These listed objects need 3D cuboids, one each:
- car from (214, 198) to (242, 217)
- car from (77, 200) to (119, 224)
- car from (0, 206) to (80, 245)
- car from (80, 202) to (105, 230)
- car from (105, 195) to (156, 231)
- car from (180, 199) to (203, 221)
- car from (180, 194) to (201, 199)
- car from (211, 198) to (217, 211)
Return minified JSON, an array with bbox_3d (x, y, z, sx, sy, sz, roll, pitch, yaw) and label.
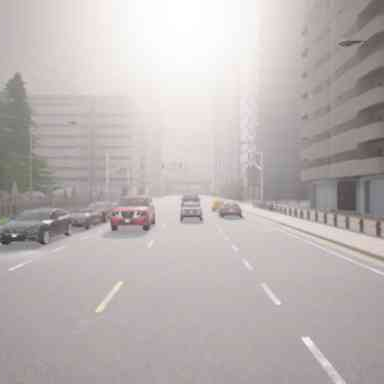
[{"bbox_3d":[3.456,1.564,30.841,1.994,1.385,4.181,0,0,0],"label":"car"},{"bbox_3d":[-7.147,1.493,25.912,1.882,1.535,5.008,0,0,0],"label":"car"},{"bbox_3d":[-7.147,1.519,15.758,1.837,1.490,4.892,0,0,0],"label":"car"},{"bbox_3d":[-7.073,1.600,21.105,1.994,1.385,4.181,0,0,0],"label":"car"},{"bbox_3d":[-3.573,1.238,21.071,2.150,2.045,5.566,0,0,0],"label":"car"},{"bbox_3d":[-0.050,1.553,27.499,2.033,1.411,5.357,0,0,0],"label":"car"},{"bbox_3d":[-0.133,1.229,37.749,2.150,2.045,5.566,0,0,0],"label":"car"},{"bbox_3d":[3.386,1.480,40.490,1.882,1.535,5.008,0,0,0],"label":"car"}]
